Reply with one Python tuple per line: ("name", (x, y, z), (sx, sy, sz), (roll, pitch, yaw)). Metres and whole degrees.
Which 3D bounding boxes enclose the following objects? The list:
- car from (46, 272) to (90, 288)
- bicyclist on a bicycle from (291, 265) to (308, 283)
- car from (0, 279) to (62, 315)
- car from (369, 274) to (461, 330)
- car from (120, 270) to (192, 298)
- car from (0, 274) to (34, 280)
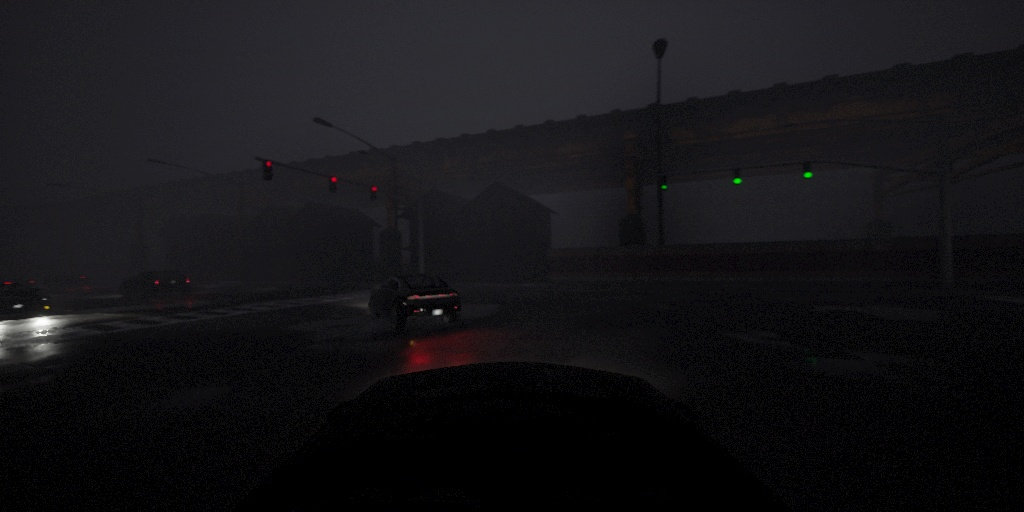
("car", (-45.506, 2.417, 36.658), (4.902, 1.511, 2.128), (-1, 0, 20))
("bicyclist on a bicycle", (-18.872, 1.586, 31.803), (0.582, 1.620, 1.656), (-1, 0, 23))
("car", (-21.361, 1.856, 14.963), (4.181, 1.385, 1.994), (-1, 0, 23))
("car", (-3.330, 1.351, 11.795), (2.128, 1.511, 4.902), (-1, 0, -33))
("car", (-23.491, 1.721, 23.646), (4.553, 1.767, 2.097), (-1, 0, 23))
("car", (-46.904, 2.496, 33.401), (5.357, 1.411, 2.033), (-1, 0, 20))
